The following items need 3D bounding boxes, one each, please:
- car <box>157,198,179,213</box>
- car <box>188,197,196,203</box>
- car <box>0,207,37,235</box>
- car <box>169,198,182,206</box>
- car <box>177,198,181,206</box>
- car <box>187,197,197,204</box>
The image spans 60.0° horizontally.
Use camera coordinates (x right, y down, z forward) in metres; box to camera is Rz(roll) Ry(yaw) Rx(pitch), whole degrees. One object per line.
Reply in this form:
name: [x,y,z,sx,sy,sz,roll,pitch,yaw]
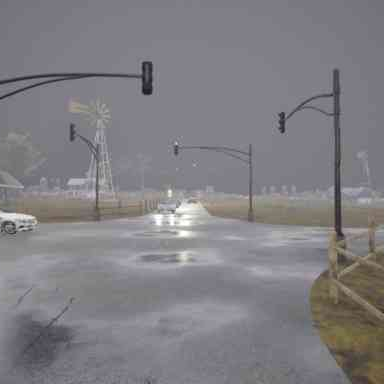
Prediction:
car: [-2.865,1.683,38.199,1.895,1.301,4.718,0,0,0]
car: [-0.041,1.845,79.163,1.812,1.442,4.674,0,0,0]
car: [-10.308,1.369,16.788,4.674,1.442,1.812,0,-1,0]
car: [-2.843,1.734,59.146,2.033,1.411,5.357,0,0,0]
car: [-2.859,1.634,48.582,1.837,1.490,4.892,0,0,0]
car: [0.057,1.775,69.151,1.812,1.442,4.674,0,0,0]
